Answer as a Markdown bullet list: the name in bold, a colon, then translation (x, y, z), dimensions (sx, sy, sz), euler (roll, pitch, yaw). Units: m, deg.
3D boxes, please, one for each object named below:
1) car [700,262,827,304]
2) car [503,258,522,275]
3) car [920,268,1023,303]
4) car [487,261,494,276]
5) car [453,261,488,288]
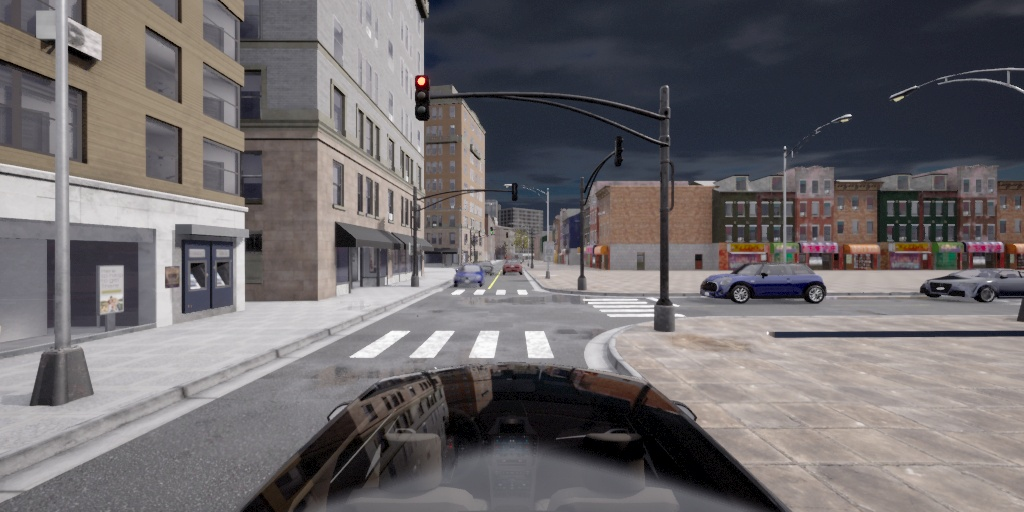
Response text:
- **car**: translation (10.743, 1.054, 15.597), dimensions (4.553, 1.767, 2.097), euler (0, 0, 1)
- **car**: translation (0.045, 1.109, 39.779), dimensions (2.097, 1.767, 4.553), euler (0, 0, 0)
- **car**: translation (20.649, 1.230, 15.629), dimensions (4.181, 1.385, 1.994), euler (0, 0, 0)
- **car**: translation (-2.883, 1.263, 36.963), dimensions (1.837, 1.490, 4.892), euler (0, 0, 0)
- **car**: translation (-2.775, 1.278, 23.998), dimensions (1.812, 1.442, 4.674), euler (0, 0, -2)
